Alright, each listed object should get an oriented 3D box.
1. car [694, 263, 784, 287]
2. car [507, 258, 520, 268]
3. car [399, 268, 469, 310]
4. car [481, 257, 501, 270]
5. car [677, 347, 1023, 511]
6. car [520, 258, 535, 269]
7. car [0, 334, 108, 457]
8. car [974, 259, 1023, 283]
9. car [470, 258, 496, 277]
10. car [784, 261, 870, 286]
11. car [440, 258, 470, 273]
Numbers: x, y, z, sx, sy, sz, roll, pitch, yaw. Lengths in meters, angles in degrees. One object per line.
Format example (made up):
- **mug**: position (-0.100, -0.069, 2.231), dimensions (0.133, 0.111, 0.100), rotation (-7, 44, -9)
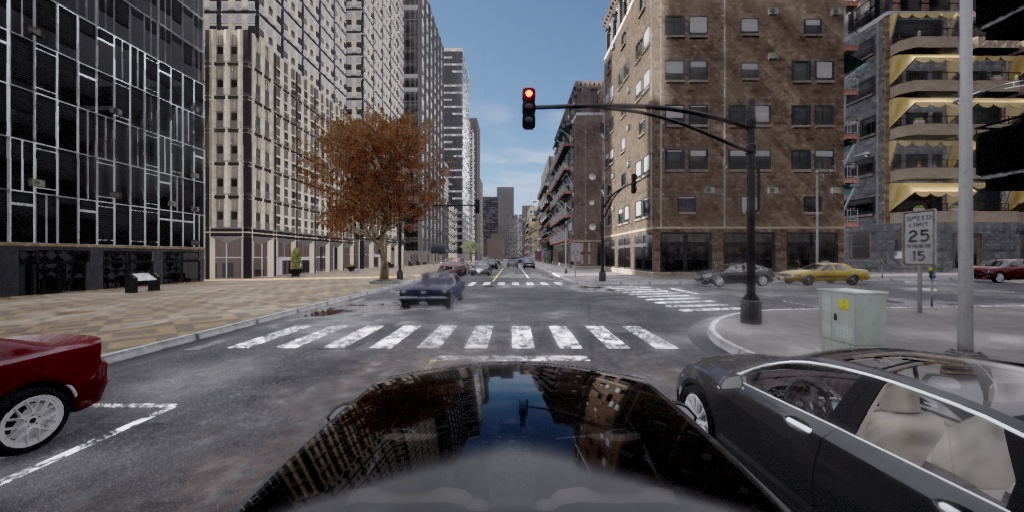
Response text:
- **car**: position (13.438, 1.095, 21.760), dimensions (4.403, 1.370, 2.007), rotation (0, 0, -1)
- **car**: position (0.110, 1.283, 63.227), dimensions (2.128, 1.511, 4.902), rotation (0, 0, 0)
- **car**: position (-3.098, 1.353, 14.774), dimensions (1.895, 1.301, 4.718), rotation (0, 0, 0)
- **car**: position (-3.104, 1.131, 52.084), dimensions (2.097, 1.767, 4.553), rotation (0, 0, -1)
- **car**: position (2.689, 1.300, 2.346), dimensions (2.007, 1.370, 4.403), rotation (0, 0, 0)
- **car**: position (2.697, 1.349, 56.824), dimensions (1.948, 1.339, 4.313), rotation (0, 0, 0)
- **car**: position (-5.691, 1.295, 2.347), dimensions (1.888, 1.381, 4.507), rotation (0, 0, 0)
- **car**: position (30.139, 0.858, 21.928), dimensions (4.507, 1.381, 1.888), rotation (0, 0, -1)
- **car**: position (-3.096, 1.258, 36.402), dimensions (2.128, 1.511, 4.902), rotation (0, 0, 0)
- **car**: position (18.835, 0.993, 21.814), dimensions (4.829, 1.417, 1.751), rotation (0, 0, -1)
- **car**: position (-5.687, 1.079, 34.734), dimensions (2.192, 1.841, 5.009), rotation (0, 0, 0)
